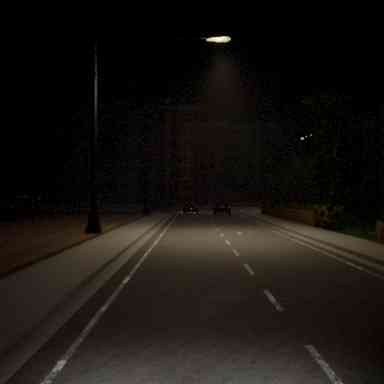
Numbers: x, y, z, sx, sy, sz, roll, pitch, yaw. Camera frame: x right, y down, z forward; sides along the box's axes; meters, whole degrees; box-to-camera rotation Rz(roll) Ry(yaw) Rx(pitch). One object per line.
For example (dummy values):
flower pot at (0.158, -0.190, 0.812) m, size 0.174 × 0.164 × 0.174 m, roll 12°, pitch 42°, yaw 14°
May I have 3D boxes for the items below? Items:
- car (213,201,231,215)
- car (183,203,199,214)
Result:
car at (3.702, 1.891, 41.799) m, size 2.097 × 1.767 × 4.553 m, roll 0°, pitch -1°, yaw 2°
car at (-0.186, 2.179, 44.622) m, size 1.994 × 1.385 × 4.181 m, roll -1°, pitch -2°, yaw -3°
